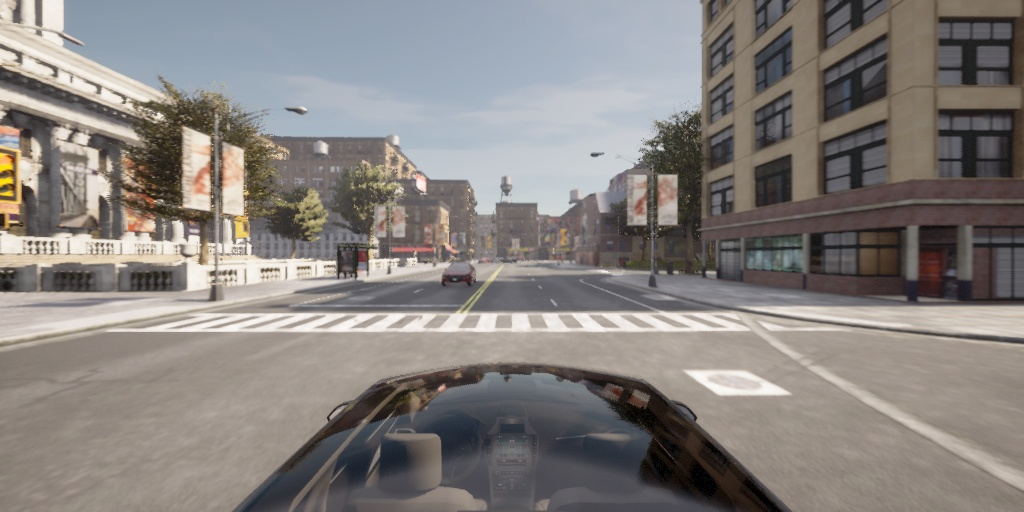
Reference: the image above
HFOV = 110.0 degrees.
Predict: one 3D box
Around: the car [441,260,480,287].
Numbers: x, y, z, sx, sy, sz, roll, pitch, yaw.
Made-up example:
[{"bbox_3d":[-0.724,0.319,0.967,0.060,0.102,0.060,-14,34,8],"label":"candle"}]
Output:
[{"bbox_3d":[-3.495,1.166,24.393,1.882,1.535,5.008,0,0,0],"label":"car"}]
